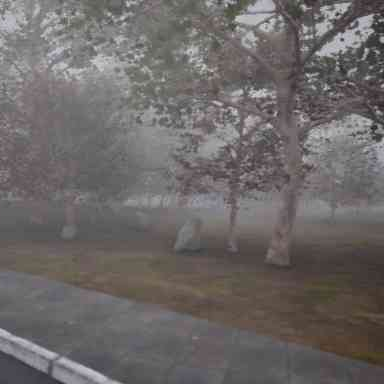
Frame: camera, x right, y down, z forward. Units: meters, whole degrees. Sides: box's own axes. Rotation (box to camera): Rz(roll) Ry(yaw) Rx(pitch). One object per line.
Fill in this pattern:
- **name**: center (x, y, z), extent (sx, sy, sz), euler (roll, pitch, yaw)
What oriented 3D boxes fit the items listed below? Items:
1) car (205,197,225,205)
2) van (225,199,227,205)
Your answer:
- **car**: center (5.494, 2.415, 90.649), extent (2.435, 2.045, 5.566), euler (5, 1, 44)
- **van**: center (9.263, 2.678, 94.589), extent (1.878, 1.987, 4.442), euler (5, 1, 44)
